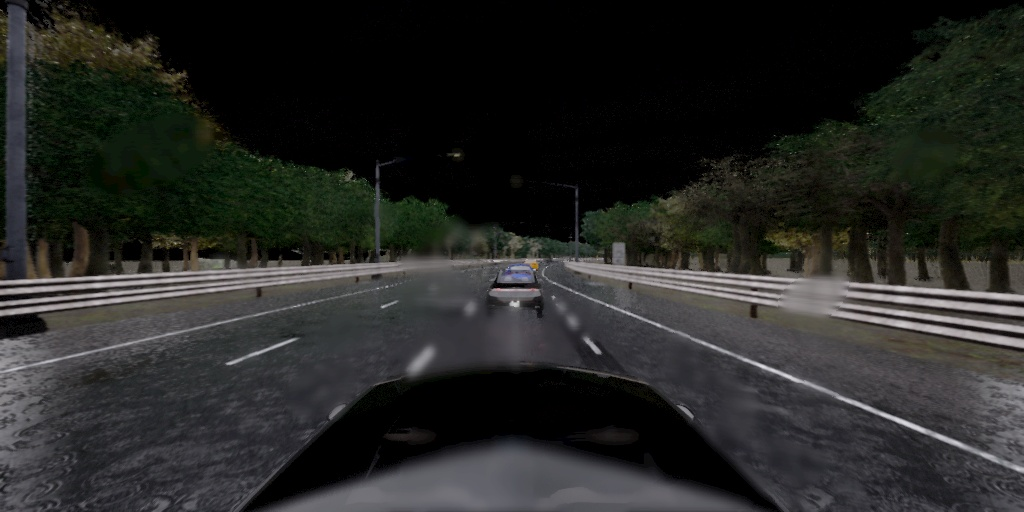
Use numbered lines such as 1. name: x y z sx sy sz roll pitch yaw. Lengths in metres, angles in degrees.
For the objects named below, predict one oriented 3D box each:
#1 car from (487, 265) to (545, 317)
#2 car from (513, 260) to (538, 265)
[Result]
1. car: 0.172 1.249 13.160 2.128 1.511 4.902 0 0 2
2. car: 0.591 1.268 24.169 1.882 1.535 5.008 0 0 3
